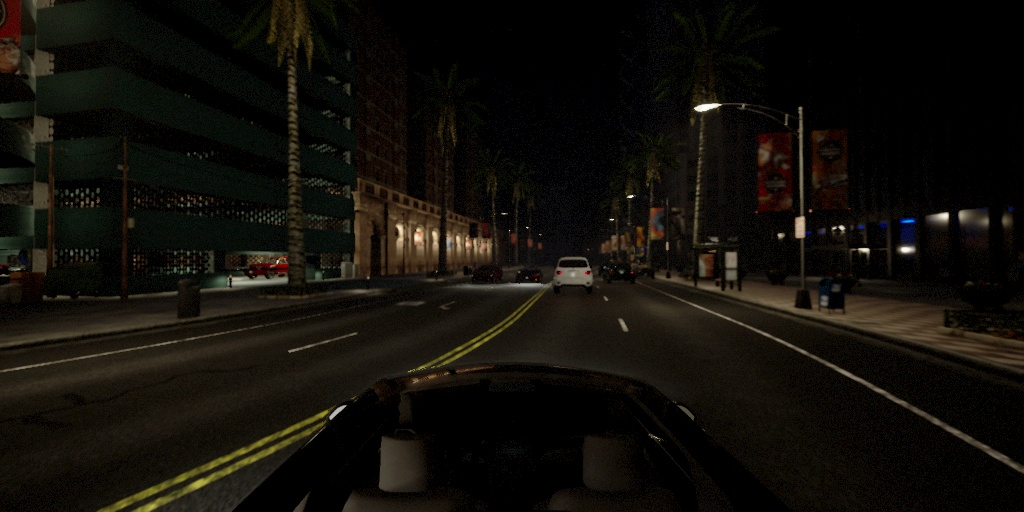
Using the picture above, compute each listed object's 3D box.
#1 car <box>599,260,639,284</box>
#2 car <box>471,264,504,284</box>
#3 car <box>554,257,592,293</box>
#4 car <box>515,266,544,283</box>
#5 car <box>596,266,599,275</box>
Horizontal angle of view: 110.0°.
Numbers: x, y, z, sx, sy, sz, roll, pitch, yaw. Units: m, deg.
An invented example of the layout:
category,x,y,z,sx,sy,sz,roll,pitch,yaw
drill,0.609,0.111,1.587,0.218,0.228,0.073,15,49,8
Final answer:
category,x,y,z,sx,sy,sz,roll,pitch,yaw
car,8.824,1.317,29.962,2.097,1.767,4.553,0,0,8
car,-1.999,1.474,30.413,1.882,1.535,5.008,0,0,11
car,3.804,1.131,22.331,2.150,2.045,5.566,0,-1,10
car,1.548,1.550,30.336,1.994,1.385,4.181,0,0,11
car,11.034,1.565,42.047,1.837,1.490,4.892,0,0,10
